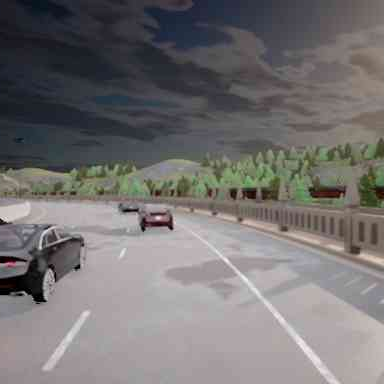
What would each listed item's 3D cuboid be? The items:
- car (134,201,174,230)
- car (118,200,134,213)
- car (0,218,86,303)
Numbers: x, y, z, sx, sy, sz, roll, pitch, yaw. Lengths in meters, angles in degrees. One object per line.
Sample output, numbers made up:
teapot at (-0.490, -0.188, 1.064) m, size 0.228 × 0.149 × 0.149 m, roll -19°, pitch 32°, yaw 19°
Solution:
car at (-2.387, 1.519, 21.255) m, size 2.163 × 1.488 × 4.792 m, roll 0°, pitch 0°, yaw -12°
car at (-7.122, 1.605, 37.277) m, size 1.994 × 1.385 × 4.181 m, roll 0°, pitch 0°, yaw -20°
car at (-3.960, 1.512, 8.148) m, size 2.128 × 1.511 × 4.902 m, roll 0°, pitch 0°, yaw -5°
